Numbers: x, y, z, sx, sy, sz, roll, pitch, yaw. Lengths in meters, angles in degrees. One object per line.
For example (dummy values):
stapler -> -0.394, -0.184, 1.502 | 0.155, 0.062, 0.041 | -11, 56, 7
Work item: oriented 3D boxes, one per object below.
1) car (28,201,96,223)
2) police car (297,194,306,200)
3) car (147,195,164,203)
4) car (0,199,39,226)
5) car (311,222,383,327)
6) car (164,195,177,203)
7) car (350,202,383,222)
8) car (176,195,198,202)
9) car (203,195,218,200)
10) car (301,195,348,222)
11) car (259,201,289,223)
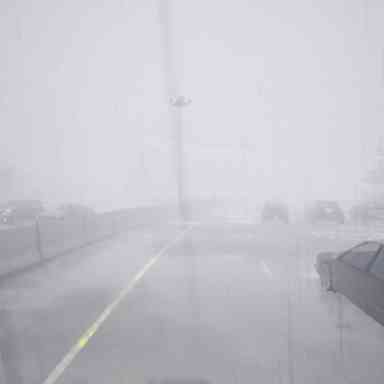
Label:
car -> -8.581, 1.488, 23.102 | 2.033, 1.411, 5.357 | 0, 0, 9
police car -> 29.085, 1.370, 86.534 | 1.930, 1.638, 5.238 | 0, 0, 38
car -> -6.960, 1.357, 64.883 | 1.882, 1.535, 5.008 | 0, 0, 24
car -> -12.090, 1.283, 22.948 | 2.097, 1.767, 4.553 | 0, 0, 9
car -> 3.816, 1.549, 5.793 | 2.033, 1.411, 5.357 | 0, 0, 3
car -> -3.014, 1.368, 65.087 | 1.882, 1.535, 5.008 | 0, 0, 24
car -> 13.335, 1.489, 24.988 | 2.128, 1.511, 4.902 | 0, 0, 11
car -> -0.566, 1.503, 62.013 | 1.895, 1.301, 4.718 | 0, 0, 24
car -> 3.603, 1.415, 62.719 | 1.837, 1.490, 4.892 | 0, 0, 25
car -> 9.736, 1.340, 24.795 | 2.097, 1.767, 4.553 | 0, 0, 11
car -> 6.240, 1.482, 25.210 | 1.837, 1.490, 4.892 | 0, 0, 11
